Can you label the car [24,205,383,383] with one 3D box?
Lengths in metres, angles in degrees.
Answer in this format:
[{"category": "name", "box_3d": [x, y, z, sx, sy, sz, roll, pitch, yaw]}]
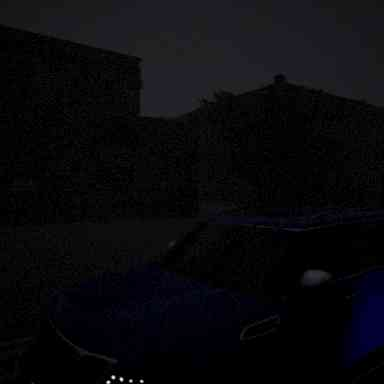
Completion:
[{"category": "car", "box_3d": [1.048, 1.227, 4.161, 5.566, 2.045, 2.150, 0, 0, -36]}]
